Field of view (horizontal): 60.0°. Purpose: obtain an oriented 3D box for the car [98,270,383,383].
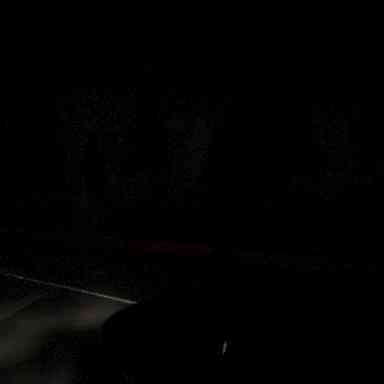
[{"bbox_3d":[1.304,1.469,2.856,5.008,1.535,1.882,0,0,35],"label":"car"}]
